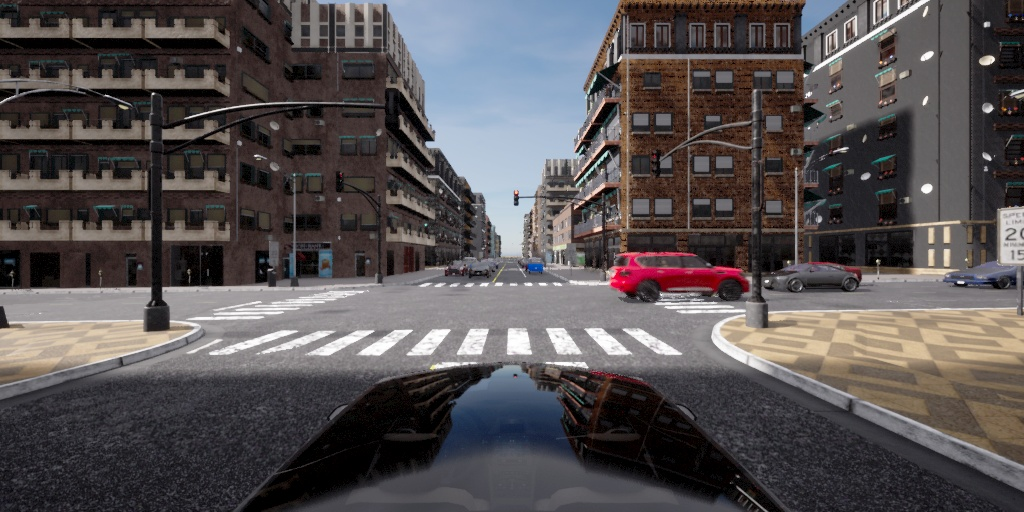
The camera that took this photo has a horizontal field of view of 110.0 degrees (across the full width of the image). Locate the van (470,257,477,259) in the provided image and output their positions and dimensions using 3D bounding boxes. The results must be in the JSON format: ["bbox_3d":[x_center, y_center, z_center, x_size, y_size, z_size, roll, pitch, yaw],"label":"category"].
[{"bbox_3d":[-5.504,1.079,47.036,1.690,1.789,3.998,0,0,0],"label":"van"}]

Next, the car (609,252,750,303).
[{"bbox_3d":[7.041,0.858,15.456,5.566,2.045,2.150,-1,0,0],"label":"car"}]

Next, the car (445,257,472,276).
[{"bbox_3d":[-5.515,1.182,35.872,1.967,1.591,4.097,0,0,0],"label":"car"}]

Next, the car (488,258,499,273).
[{"bbox_3d":[-2.939,1.287,43.063,2.033,1.411,5.357,0,0,-1],"label":"car"}]

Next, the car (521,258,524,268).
[{"bbox_3d":[2.565,1.283,47.053,1.888,1.381,4.507,0,0,0],"label":"car"}]

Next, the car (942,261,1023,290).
[{"bbox_3d":[25.622,0.926,18.354,5.357,1.411,2.033,-1,0,0],"label":"car"}]

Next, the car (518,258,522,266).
[{"bbox_3d":[2.450,1.301,58.215,1.948,1.339,4.313,0,0,0],"label":"car"}]

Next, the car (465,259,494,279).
[{"bbox_3d":[-2.912,1.248,33.161,1.837,1.490,4.892,0,0,0],"label":"car"}]

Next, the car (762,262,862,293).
[{"bbox_3d":[15.026,1.088,18.325,4.181,1.385,1.994,-1,0,0],"label":"car"}]

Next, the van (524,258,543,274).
[{"bbox_3d":[2.613,1.081,40.849,1.690,1.789,3.998,0,0,0],"label":"van"}]
